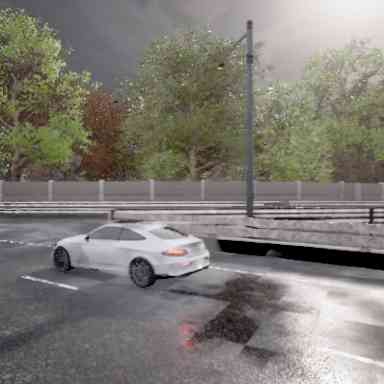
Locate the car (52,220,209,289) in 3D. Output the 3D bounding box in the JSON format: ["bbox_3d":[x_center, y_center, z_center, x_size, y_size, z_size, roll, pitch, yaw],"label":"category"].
[{"bbox_3d":[-1.769,1.490,9.004,4.674,1.442,1.812,0,0,32],"label":"car"}]

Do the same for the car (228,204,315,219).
[{"bbox_3d":[4.925,1.473,20.579,5.357,1.411,2.033,0,0,-13],"label":"car"}]
